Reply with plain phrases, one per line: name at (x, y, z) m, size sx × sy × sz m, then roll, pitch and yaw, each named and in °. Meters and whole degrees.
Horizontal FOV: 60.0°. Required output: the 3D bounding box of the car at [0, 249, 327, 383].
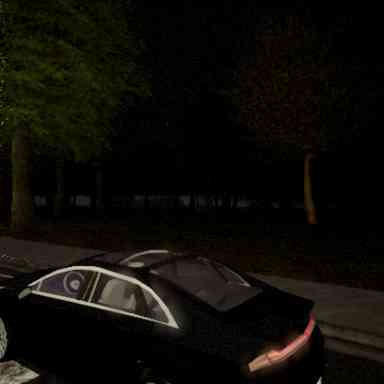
car at (-0.889, 1.518, 4.315) m, size 4.902 × 1.511 × 2.128 m, roll -1°, pitch 0°, yaw 35°
